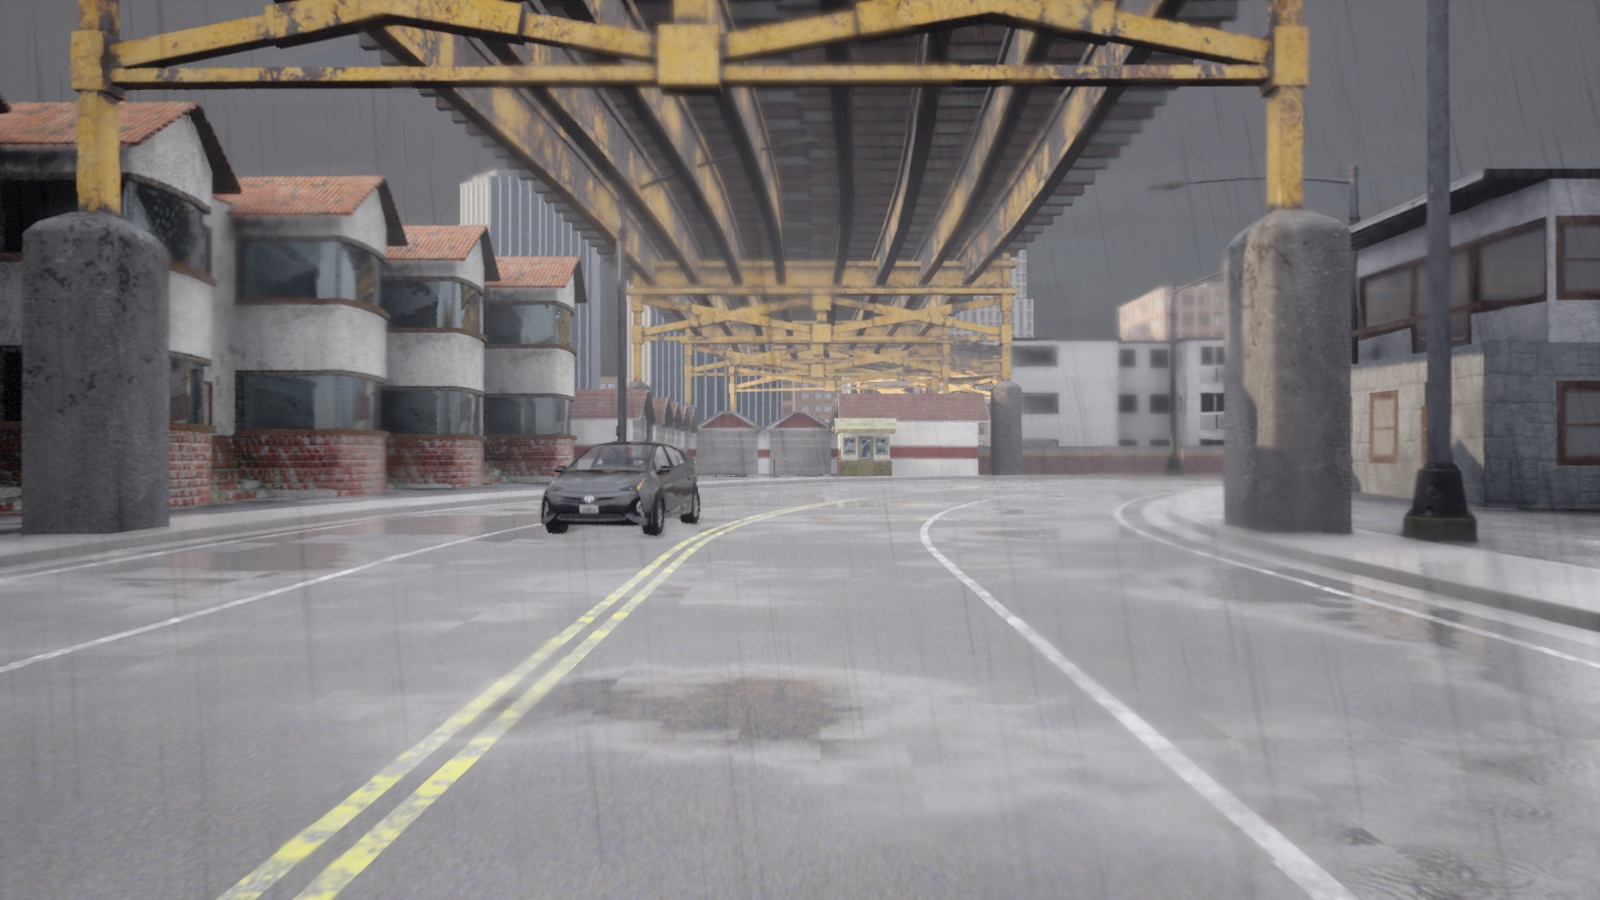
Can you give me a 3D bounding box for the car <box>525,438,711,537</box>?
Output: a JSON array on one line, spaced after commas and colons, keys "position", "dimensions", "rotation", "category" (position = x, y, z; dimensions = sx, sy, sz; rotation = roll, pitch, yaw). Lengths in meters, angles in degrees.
[{"position": [-3.007, 0.572, 21.805], "dimensions": [2.007, 1.525, 4.514], "rotation": [0, 0, 8], "category": "car"}]
